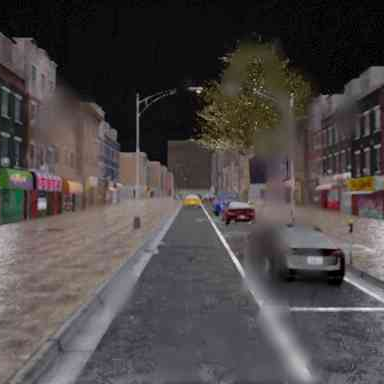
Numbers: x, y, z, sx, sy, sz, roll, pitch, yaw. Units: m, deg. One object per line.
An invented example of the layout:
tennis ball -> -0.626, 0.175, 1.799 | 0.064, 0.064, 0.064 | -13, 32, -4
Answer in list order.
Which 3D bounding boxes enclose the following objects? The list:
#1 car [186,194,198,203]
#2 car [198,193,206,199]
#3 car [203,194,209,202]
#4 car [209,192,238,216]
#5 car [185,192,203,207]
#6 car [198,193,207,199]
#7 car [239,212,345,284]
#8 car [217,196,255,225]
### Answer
car -> 0.060, 1.094, 59.699 | 2.128, 1.511, 4.902 | 0, 0, 1
car -> 2.708, 1.088, 91.445 | 1.947, 1.339, 4.313 | 1, 0, 0
car -> 2.697, 1.045, 59.261 | 1.967, 1.590, 4.097 | 2, 0, 0
car -> 2.998, 1.010, 29.513 | 2.150, 2.045, 5.566 | 0, 0, 0
car -> 0.081, 1.164, 43.835 | 1.882, 1.535, 5.008 | 0, 0, 1
car -> 2.706, 1.090, 86.008 | 1.947, 1.339, 4.313 | 1, 0, 0
car -> 2.668, 1.505, 9.277 | 1.947, 1.339, 4.313 | 2, 0, 0
car -> 3.028, 1.313, 22.481 | 1.882, 1.535, 5.008 | 0, 0, 0
